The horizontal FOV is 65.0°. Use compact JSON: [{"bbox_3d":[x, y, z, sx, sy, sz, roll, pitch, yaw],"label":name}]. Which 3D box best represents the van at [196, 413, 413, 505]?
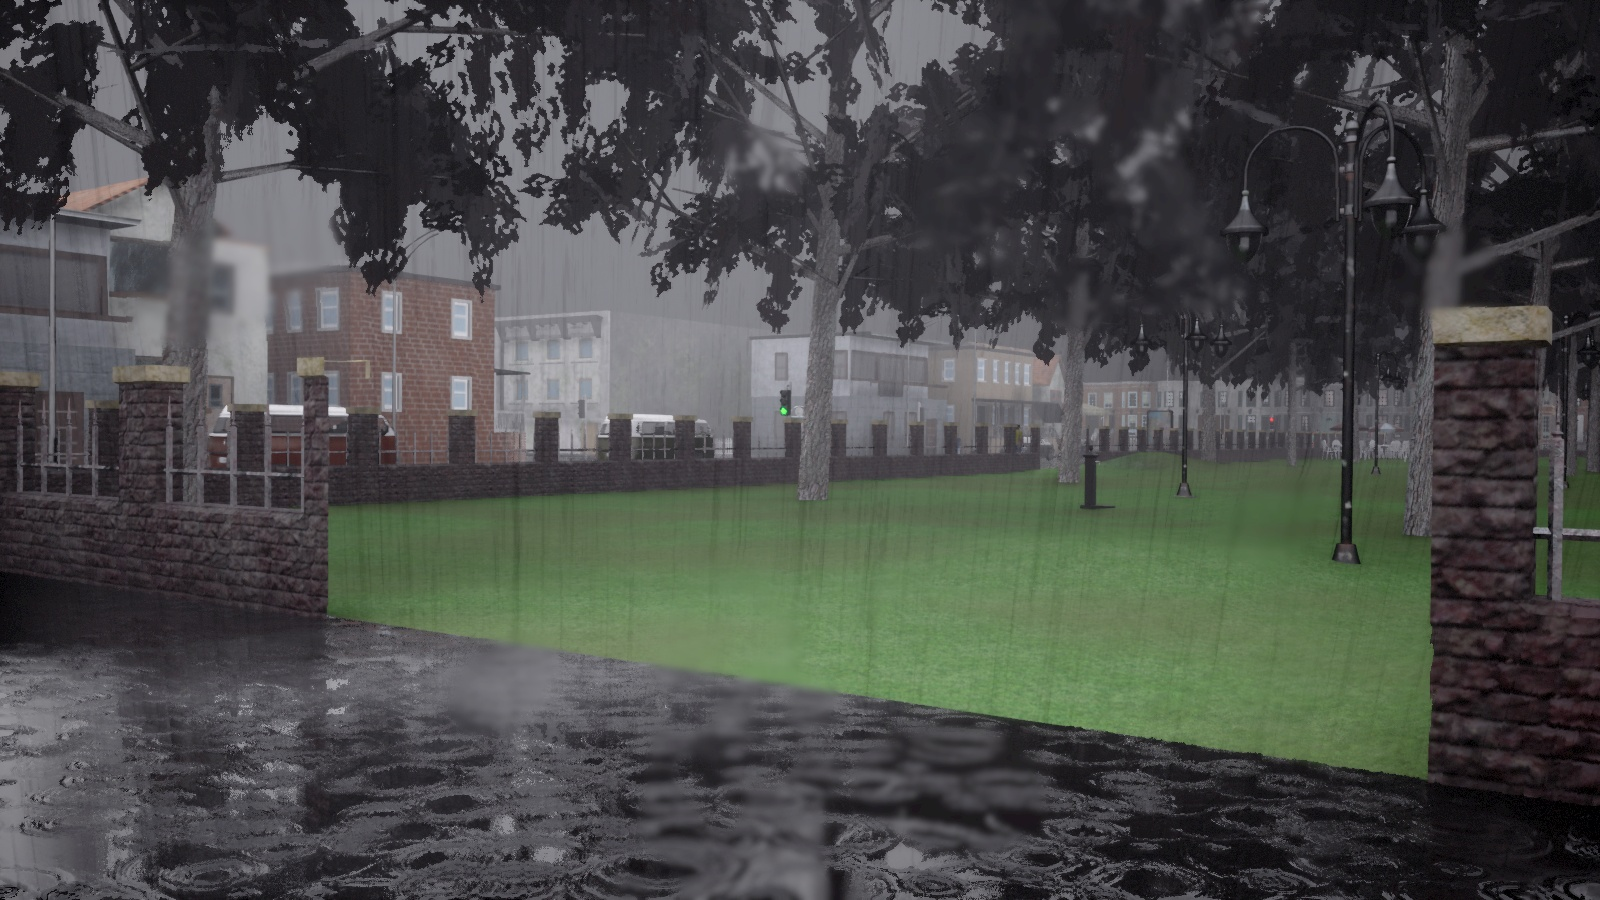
[{"bbox_3d":[-11.893,0.150,30.452,2.069,2.038,4.480,0,1,33],"label":"van"}]

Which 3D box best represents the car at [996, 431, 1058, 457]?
[{"bbox_3d":[13.397,-0.373,73.902,1.812,1.442,4.674,0,1,35],"label":"car"}]

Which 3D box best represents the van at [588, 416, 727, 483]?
[{"bbox_3d":[-4.584,-0.061,41.036,2.069,2.038,4.480,0,1,34],"label":"van"}]
